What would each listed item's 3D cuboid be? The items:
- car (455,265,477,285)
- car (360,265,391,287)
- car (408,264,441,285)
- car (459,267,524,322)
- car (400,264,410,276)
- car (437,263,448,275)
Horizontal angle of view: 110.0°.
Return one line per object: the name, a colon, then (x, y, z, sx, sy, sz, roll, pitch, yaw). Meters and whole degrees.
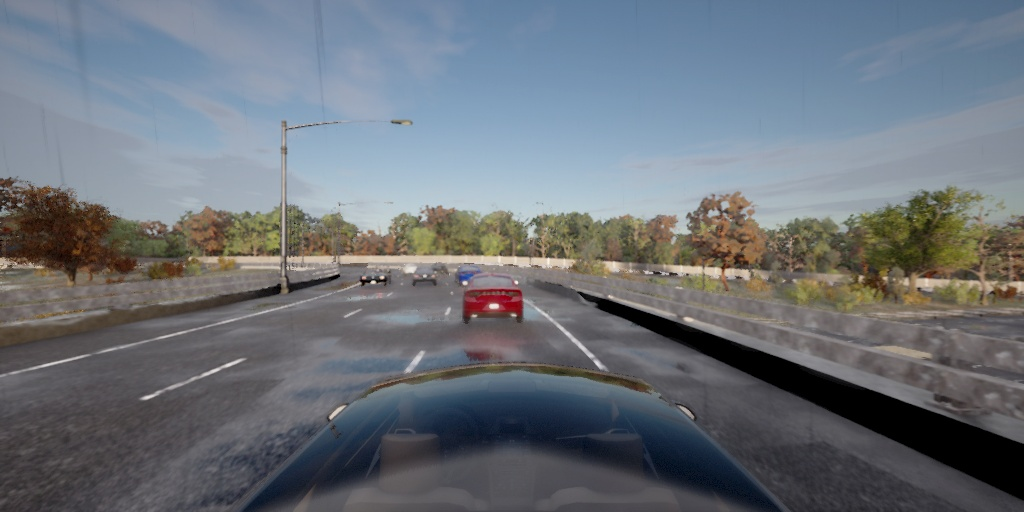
car: (-3.546, 1.491, 29.057, 1.882, 1.535, 5.008, 0, -1, -13)
car: (-10.560, 1.637, 28.070, 1.895, 1.301, 4.718, 0, -1, -14)
car: (-7.129, 1.578, 29.196, 2.033, 1.411, 5.357, 0, -1, -15)
car: (-0.738, 1.332, 12.823, 1.882, 1.535, 5.008, 0, -1, -5)
car: (-13.007, 1.734, 45.827, 1.812, 1.442, 4.674, 0, -1, -24)
car: (-9.710, 1.708, 46.999, 1.837, 1.490, 4.892, 0, -1, -24)
